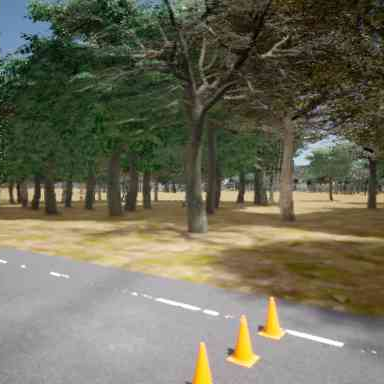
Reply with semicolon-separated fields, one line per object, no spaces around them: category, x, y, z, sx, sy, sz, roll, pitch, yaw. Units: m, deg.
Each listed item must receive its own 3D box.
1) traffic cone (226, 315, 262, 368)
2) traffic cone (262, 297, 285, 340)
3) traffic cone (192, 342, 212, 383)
traffic cone;0.691;1.973;4.511;0.340;0.580;0.340;0;0;36
traffic cone;1.273;1.977;5.324;0.340;0.580;0.340;0;0;36
traffic cone;0.110;1.970;3.697;0.340;0.580;0.340;0;0;36
